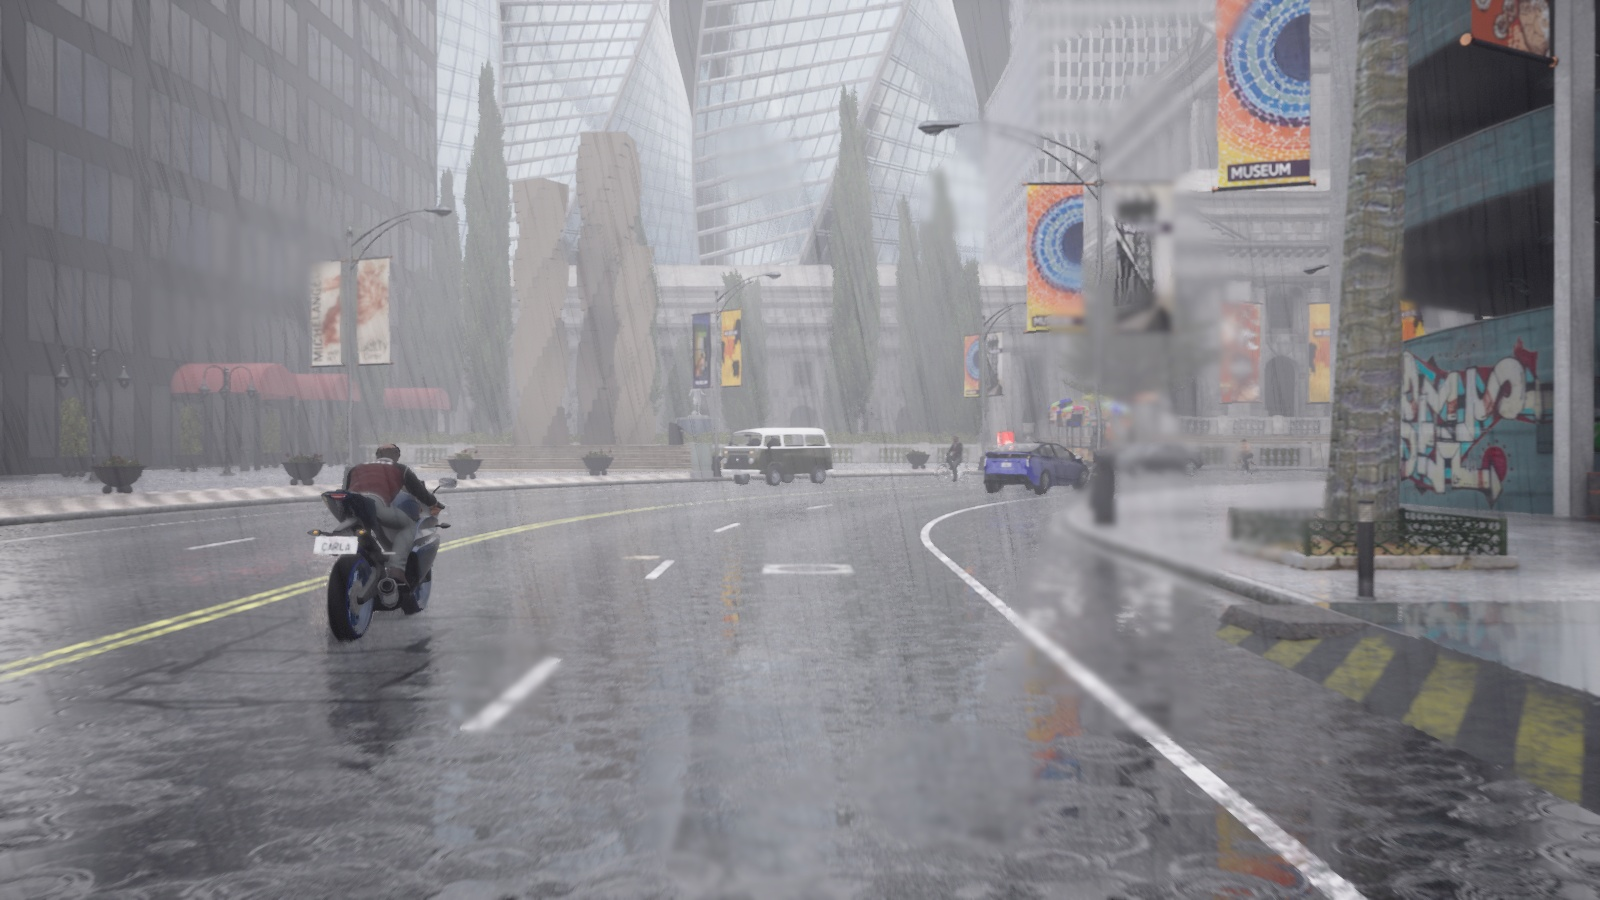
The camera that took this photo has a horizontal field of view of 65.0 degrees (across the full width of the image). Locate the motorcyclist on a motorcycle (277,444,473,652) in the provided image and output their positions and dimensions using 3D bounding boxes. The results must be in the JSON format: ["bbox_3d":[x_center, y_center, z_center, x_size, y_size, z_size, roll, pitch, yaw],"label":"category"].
[{"bbox_3d":[-3.425,0.720,10.367,0.866,1.530,2.191,0,0,0],"label":"motorcyclist on a motorcycle"}]

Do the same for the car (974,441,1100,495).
[{"bbox_3d":[7.194,0.486,37.776,2.007,1.525,4.514,0,0,35],"label":"car"}]

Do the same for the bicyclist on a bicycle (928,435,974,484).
[{"bbox_3d":[5.587,0.360,46.454,1.843,1.776,0.659,0,1,-44],"label":"bicyclist on a bicycle"}]

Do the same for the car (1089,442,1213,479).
[{"bbox_3d":[14.934,0.414,53.342,4.902,1.511,2.128,0,0,-26],"label":"car"}]

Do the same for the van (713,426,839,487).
[{"bbox_3d":[-0.795,0.218,44.616,2.069,2.038,4.480,0,0,40],"label":"van"}]
